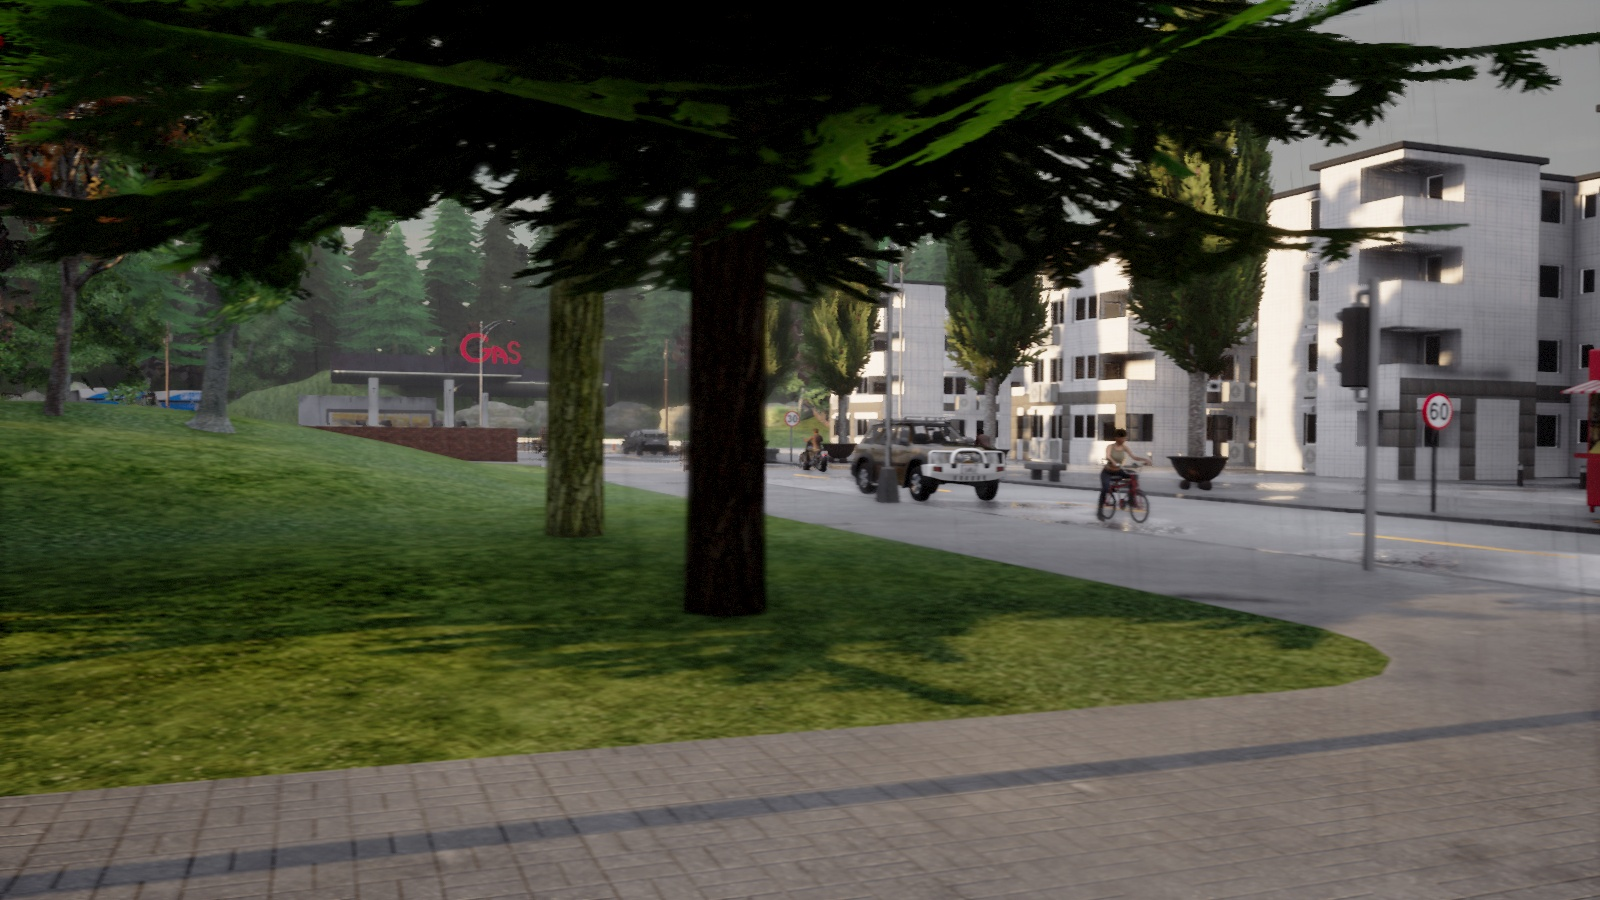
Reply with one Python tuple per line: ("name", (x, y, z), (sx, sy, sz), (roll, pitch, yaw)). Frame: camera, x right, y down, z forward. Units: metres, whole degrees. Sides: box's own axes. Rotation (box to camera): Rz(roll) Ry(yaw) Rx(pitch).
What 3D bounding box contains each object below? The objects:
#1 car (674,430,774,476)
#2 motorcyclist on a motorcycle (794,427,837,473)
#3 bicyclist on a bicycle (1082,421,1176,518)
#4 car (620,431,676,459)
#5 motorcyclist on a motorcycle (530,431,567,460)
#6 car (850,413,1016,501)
("car", (-2.755, 0.066, 44.097), (2.128, 1.511, 4.902), (-1, 1, -21))
("motorcyclist on a motorcycle", (0.553, -0.017, 46.652), (0.766, 1.649, 2.350), (-1, 1, -21))
("bicyclist on a bicycle", (5.715, 0.317, 21.884), (0.866, 1.612, 1.509), (-1, 1, -20))
("car", (-8.605, -0.311, 70.601), (2.007, 1.525, 4.514), (-1, 1, -22))
("motorcyclist on a motorcycle", (-14.506, -0.272, 72.414), (2.350, 1.649, 0.766), (0, 3, 40))
("car", (2.957, 0.110, 29.067), (1.932, 1.855, 4.605), (-1, 1, -21))
